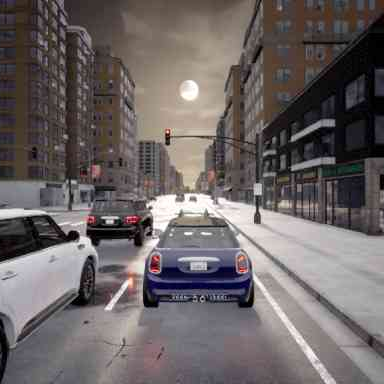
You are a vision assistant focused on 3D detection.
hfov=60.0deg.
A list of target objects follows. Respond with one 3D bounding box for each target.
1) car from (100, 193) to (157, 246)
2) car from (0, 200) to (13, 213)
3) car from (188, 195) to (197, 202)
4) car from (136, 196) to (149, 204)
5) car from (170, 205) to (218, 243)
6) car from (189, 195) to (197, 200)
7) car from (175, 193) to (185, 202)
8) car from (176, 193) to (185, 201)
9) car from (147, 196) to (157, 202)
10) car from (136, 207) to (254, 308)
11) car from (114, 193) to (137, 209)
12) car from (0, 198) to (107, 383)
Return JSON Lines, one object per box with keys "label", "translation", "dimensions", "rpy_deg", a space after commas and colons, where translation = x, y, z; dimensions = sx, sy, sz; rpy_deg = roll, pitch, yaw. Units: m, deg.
{"label": "car", "translation": [-3.105, 1.224, 15.286], "dimensions": [2.150, 2.045, 5.566], "rpy_deg": [0, 0, 0]}
{"label": "car", "translation": [-22.038, 1.596, 35.999], "dimensions": [4.313, 1.339, 1.947], "rpy_deg": [0, 0, 0]}
{"label": "car", "translation": [0.246, 1.568, 78.164], "dimensions": [1.812, 1.442, 4.674], "rpy_deg": [0, 0, 0]}
{"label": "car", "translation": [-9.583, 1.558, 64.917], "dimensions": [1.812, 1.442, 4.674], "rpy_deg": [0, 0, 1]}
{"label": "car", "translation": [0.108, 1.494, 17.160], "dimensions": [2.128, 1.511, 4.902], "rpy_deg": [0, 0, 1]}
{"label": "car", "translation": [0.277, 1.496, 88.172], "dimensions": [1.994, 1.385, 4.181], "rpy_deg": [0, 0, 0]}
{"label": "car", "translation": [-3.006, 1.583, 77.760], "dimensions": [2.033, 1.411, 5.357], "rpy_deg": [0, 0, 0]}
{"label": "car", "translation": [-2.973, 1.169, 88.212], "dimensions": [2.150, 2.045, 5.566], "rpy_deg": [0, 0, 0]}
{"label": "car", "translation": [-9.500, 1.630, 79.624], "dimensions": [1.895, 1.301, 4.718], "rpy_deg": [0, 0, 0]}
{"label": "car", "translation": [0.122, 1.353, 8.092], "dimensions": [2.097, 1.767, 4.553], "rpy_deg": [0, 0, 0]}
{"label": "car", "translation": [-9.662, 1.237, 48.619], "dimensions": [2.150, 2.045, 5.566], "rpy_deg": [0, 0, 2]}
{"label": "car", "translation": [-3.142, 1.222, 4.933], "dimensions": [2.150, 2.045, 5.566], "rpy_deg": [0, 0, 1]}
